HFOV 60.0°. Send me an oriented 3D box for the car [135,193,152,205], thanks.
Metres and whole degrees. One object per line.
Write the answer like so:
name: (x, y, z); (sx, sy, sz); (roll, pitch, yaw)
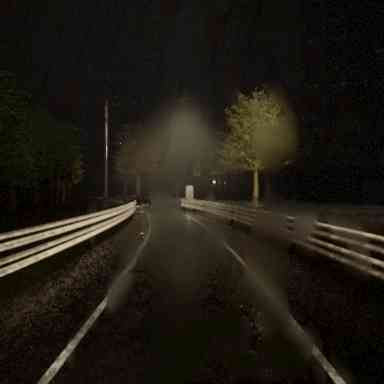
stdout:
car: (-8.381, 1.154, 56.724); (2.150, 2.045, 5.566); (0, 0, -20)
